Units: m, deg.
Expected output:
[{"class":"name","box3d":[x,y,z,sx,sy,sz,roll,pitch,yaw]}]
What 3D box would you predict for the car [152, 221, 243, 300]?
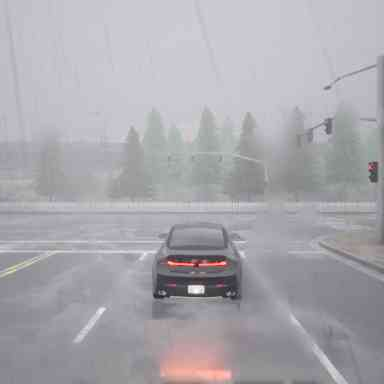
[{"class":"car","box3d":[0.172,1.504,8.401,1.837,1.490,4.892,0,0,2]}]
